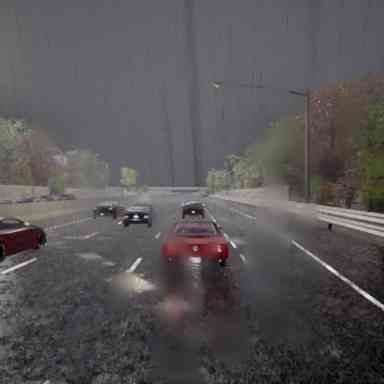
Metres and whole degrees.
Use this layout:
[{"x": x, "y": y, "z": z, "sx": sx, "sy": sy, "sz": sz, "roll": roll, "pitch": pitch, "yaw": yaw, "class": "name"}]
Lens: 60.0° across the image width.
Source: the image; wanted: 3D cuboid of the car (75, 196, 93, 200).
[{"x": -17.544, "y": 1.594, "z": 55.939, "sx": 1.994, "sy": 1.385, "sz": 4.181, "roll": 0, "pitch": 0, "yaw": 1, "class": "car"}]

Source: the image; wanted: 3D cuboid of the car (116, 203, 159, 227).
[{"x": -3.401, "y": 1.548, "z": 22.696, "sx": 2.033, "sy": 1.411, "sz": 5.357, "roll": 0, "pitch": 0, "yaw": 0, "class": "car"}]

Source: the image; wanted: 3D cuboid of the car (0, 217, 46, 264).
[{"x": -6.901, "y": 1.562, "z": 11.800, "sx": 1.994, "sy": 1.385, "sz": 4.181, "roll": 0, "pitch": 0, "yaw": 0, "class": "car"}]

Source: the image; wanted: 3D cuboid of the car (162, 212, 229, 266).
[{"x": 0.100, "y": 1.599, "z": 11.451, "sx": 1.895, "sy": 1.301, "sz": 4.718, "roll": 0, "pitch": 0, "yaw": 0, "class": "car"}]

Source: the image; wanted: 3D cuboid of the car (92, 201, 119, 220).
[{"x": -6.900, "y": 1.495, "z": 27.982, "sx": 2.128, "sy": 1.511, "sz": 4.902, "roll": 0, "pitch": 0, "yaw": 0, "class": "car"}]

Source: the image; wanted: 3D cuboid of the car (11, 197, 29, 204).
[{"x": -28.035, "y": 1.522, "z": 55.290, "sx": 2.128, "sy": 1.511, "sz": 4.902, "roll": 0, "pitch": 0, "yaw": 1, "class": "car"}]

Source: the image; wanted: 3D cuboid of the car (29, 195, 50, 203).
[{"x": -24.540, "y": 1.382, "z": 55.462, "sx": 2.097, "sy": 1.767, "sz": 4.553, "roll": 0, "pitch": 0, "yaw": 1, "class": "car"}]

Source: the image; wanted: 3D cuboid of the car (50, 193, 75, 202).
[{"x": -21.039, "y": 1.252, "z": 55.401, "sx": 2.150, "sy": 2.045, "sz": 5.566, "roll": 0, "pitch": 0, "yaw": 1, "class": "car"}]

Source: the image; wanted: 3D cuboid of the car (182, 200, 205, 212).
[{"x": 0.100, "y": 1.482, "z": 29.580, "sx": 1.882, "sy": 1.535, "sz": 5.008, "roll": 0, "pitch": 0, "yaw": 0, "class": "car"}]
